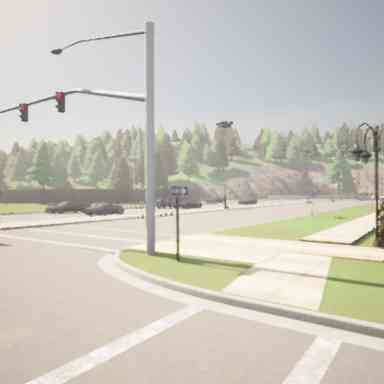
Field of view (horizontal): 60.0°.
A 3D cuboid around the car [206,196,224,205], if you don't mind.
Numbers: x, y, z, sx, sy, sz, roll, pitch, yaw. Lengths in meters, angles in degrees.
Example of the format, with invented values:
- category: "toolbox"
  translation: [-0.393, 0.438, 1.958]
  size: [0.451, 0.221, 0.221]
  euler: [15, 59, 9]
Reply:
- category: "car"
  translation: [4.543, 1.645, 64.845]
  size: [1.837, 1.490, 4.892]
  euler: [0, 0, 36]

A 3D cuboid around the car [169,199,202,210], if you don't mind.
- category: "car"
  translation: [-0.625, 1.783, 46.029]
  size: [1.895, 1.301, 4.718]
  euler: [0, 0, 36]

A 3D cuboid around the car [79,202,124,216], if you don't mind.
- category: "car"
  translation: [-9.077, 1.746, 34.438]
  size: [1.994, 1.385, 4.181]
  euler: [0, 0, 36]

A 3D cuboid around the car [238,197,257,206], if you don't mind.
- category: "car"
  translation: [10.201, 1.685, 60.722]
  size: [1.882, 1.535, 5.008]
  euler: [0, 0, 36]

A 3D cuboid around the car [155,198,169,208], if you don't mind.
- category: "car"
  translation: [-4.708, 1.719, 52.284]
  size: [2.128, 1.511, 4.902]
  euler: [0, 0, 36]

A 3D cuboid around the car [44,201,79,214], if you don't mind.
- category: "car"
  translation: [-14.390, 1.777, 39.030]
  size: [2.033, 1.411, 5.357]
  euler: [0, 0, 36]
